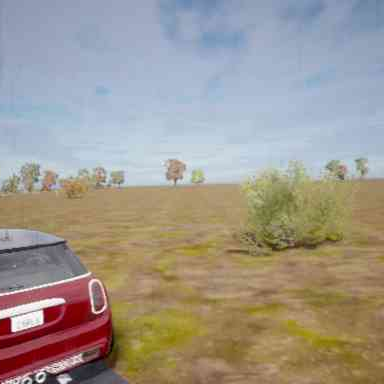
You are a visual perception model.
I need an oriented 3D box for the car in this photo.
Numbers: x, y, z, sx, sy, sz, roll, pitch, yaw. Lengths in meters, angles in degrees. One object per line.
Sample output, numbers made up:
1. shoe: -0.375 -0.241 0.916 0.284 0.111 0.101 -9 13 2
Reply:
1. car: -3.062 1.324 4.941 2.097 1.767 4.553 -3 2 -42
